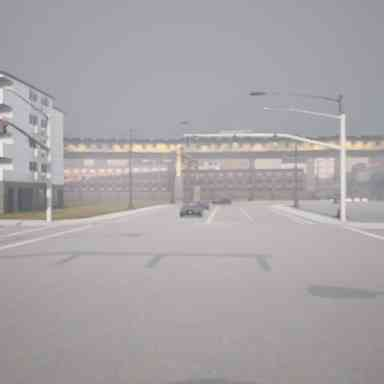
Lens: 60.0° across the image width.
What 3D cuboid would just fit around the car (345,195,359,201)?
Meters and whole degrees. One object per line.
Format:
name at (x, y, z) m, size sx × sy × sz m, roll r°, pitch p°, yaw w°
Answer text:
car at (41.654, 1.540, 85.771) m, size 2.038 × 1.542 × 4.974 m, roll 0°, pitch 0°, yaw 37°

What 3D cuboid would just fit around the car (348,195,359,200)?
car at (41.685, 1.382, 85.813) m, size 1.853 × 1.218 × 4.536 m, roll 0°, pitch 0°, yaw 37°

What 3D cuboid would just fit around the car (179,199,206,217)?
car at (0.002, 1.660, 31.989) m, size 1.994 × 1.385 × 4.181 m, roll 0°, pitch 0°, yaw 6°

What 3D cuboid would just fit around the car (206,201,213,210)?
car at (1.259, 1.680, 43.886) m, size 1.994 × 1.385 × 4.181 m, roll 0°, pitch 0°, yaw 7°

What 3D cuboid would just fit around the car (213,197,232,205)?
car at (5.483, 1.691, 61.571) m, size 2.033 × 1.411 × 5.357 m, roll 0°, pitch 0°, yaw 34°
